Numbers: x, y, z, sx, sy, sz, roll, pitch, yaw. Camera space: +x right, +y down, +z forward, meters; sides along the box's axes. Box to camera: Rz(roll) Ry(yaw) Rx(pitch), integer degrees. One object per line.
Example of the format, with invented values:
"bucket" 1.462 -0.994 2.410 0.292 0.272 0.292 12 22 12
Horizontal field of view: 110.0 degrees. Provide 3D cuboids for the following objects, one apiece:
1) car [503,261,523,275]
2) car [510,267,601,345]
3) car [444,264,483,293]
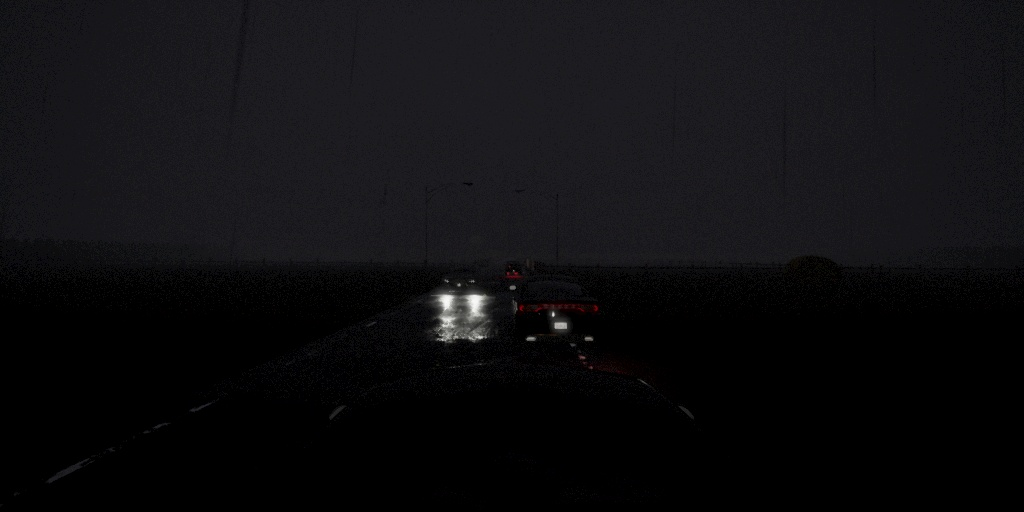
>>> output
"car" 0.111 1.248 38.733 1.837 1.490 4.892 0 0 -2
"car" 0.965 1.228 9.566 1.882 1.535 5.008 0 0 0
"car" -2.743 1.253 21.022 1.837 1.490 4.892 0 0 0
